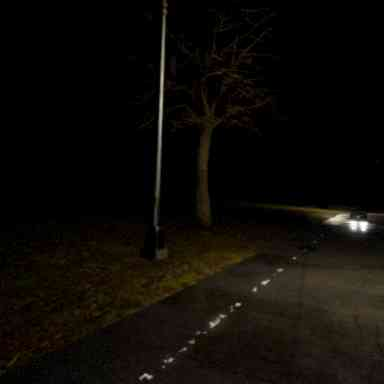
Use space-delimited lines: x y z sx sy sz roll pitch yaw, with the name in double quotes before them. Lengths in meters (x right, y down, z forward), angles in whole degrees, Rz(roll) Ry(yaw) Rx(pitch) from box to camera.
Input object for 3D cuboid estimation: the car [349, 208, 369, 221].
"car" 20.649 2.750 41.211 2.128 1.511 4.902 2 -1 27
